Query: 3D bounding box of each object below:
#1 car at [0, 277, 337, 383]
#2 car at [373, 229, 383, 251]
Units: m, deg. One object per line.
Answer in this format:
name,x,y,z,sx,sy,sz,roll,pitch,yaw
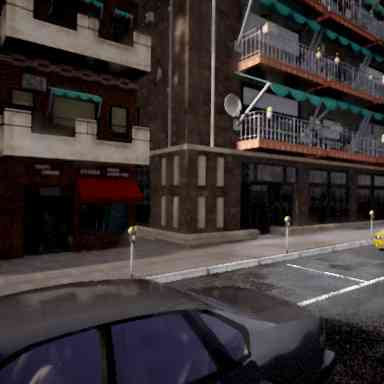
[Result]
car,-1.055,1.547,2.629,5.357,1.411,2.033,0,0,-36
car,8.772,1.517,12.808,4.829,1.417,1.752,0,1,-36
